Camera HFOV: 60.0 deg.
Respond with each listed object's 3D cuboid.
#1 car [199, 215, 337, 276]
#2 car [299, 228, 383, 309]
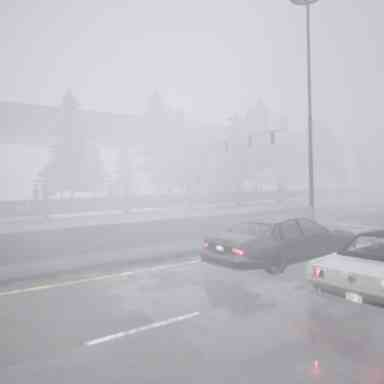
[{"bbox_3d":[2.755,1.409,10.025,5.357,1.411,2.033,-2,1,-36],"label":"car"},{"bbox_3d":[4.612,1.470,7.049,4.718,1.301,1.895,-2,1,-36],"label":"car"}]
